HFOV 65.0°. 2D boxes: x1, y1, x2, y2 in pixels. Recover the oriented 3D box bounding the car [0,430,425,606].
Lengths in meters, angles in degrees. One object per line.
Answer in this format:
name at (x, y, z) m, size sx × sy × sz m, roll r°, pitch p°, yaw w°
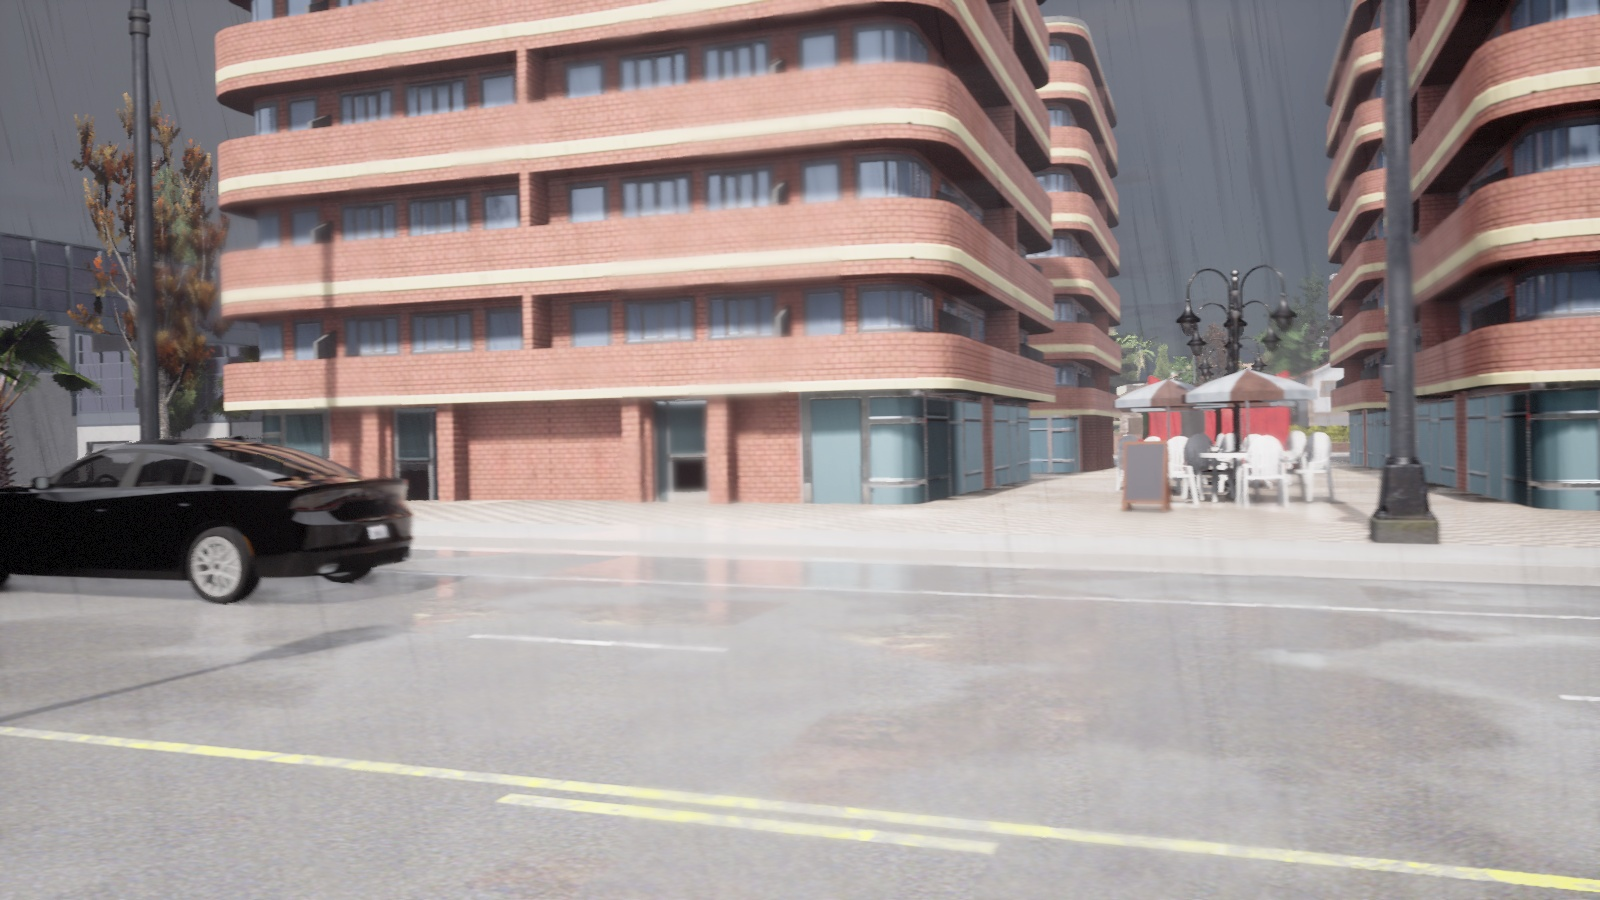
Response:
car at (-6.519, 0.577, 12.772) m, size 5.008 × 1.535 × 1.882 m, roll 1°, pitch 1°, yaw 19°
